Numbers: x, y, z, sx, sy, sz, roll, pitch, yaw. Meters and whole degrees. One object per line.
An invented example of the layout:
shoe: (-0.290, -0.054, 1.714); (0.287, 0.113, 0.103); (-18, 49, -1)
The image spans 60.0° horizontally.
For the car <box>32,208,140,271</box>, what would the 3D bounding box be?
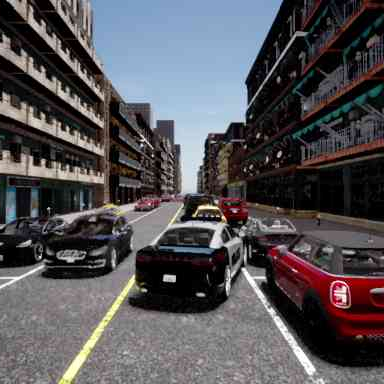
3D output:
car: (-3.107, 1.505, 10.939); (1.837, 1.490, 4.892); (0, 0, 0)

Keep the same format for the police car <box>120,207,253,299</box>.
police car: (0.293, 1.425, 8.749); (1.930, 1.638, 5.238); (0, 0, 16)

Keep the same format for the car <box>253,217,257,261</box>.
car: (2.684, 1.551, 11.966); (2.008, 1.369, 4.403); (0, 0, 0)

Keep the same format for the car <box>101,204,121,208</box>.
car: (-5.704, 1.524, 23.067); (1.752, 1.417, 4.829); (0, 0, 0)

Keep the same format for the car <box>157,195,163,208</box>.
car: (-5.719, 1.308, 45.784); (2.192, 1.841, 5.009); (0, 0, 0)

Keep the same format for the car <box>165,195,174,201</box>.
car: (-5.747, 1.522, 85.238); (1.887, 1.381, 4.507); (0, 0, 0)

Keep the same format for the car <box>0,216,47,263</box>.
car: (-5.697, 1.566, 11.964); (1.947, 1.339, 4.313); (0, 0, 0)

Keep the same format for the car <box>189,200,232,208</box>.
car: (0.888, 1.455, 18.653); (1.801, 1.575, 5.366); (0, 0, 0)

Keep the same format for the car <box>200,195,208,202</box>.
car: (2.641, 1.507, 74.137); (1.752, 1.417, 4.829); (0, 0, 0)

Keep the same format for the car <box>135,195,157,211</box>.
car: (-5.716, 1.435, 40.147); (1.967, 1.590, 4.097); (0, 0, 0)

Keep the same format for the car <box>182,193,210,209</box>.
car: (0.561, 1.218, 24.450); (2.150, 2.045, 5.566); (0, 0, -3)

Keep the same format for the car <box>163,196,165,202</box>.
car: (-5.724, 1.573, 51.420); (1.802, 1.307, 4.206); (0, 0, 0)

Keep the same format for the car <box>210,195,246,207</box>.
car: (2.678, 1.314, 23.239); (2.192, 1.841, 5.009); (0, 0, 0)

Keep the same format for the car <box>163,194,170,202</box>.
car: (-5.738, 1.297, 73.965); (2.192, 1.841, 5.009); (0, 0, 0)

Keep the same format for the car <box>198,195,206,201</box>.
car: (2.633, 1.521, 85.240); (1.887, 1.381, 4.507); (0, 0, 0)

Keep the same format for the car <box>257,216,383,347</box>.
car: (2.688, 1.440, 6.331); (1.967, 1.590, 4.097); (0, 0, 0)

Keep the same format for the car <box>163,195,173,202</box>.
car: (-5.743, 1.420, 79.601); (1.967, 1.590, 4.097); (0, 0, 0)

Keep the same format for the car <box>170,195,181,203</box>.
car: (-3.048, 1.335, 70.545); (2.097, 1.767, 4.553); (0, 0, 0)
